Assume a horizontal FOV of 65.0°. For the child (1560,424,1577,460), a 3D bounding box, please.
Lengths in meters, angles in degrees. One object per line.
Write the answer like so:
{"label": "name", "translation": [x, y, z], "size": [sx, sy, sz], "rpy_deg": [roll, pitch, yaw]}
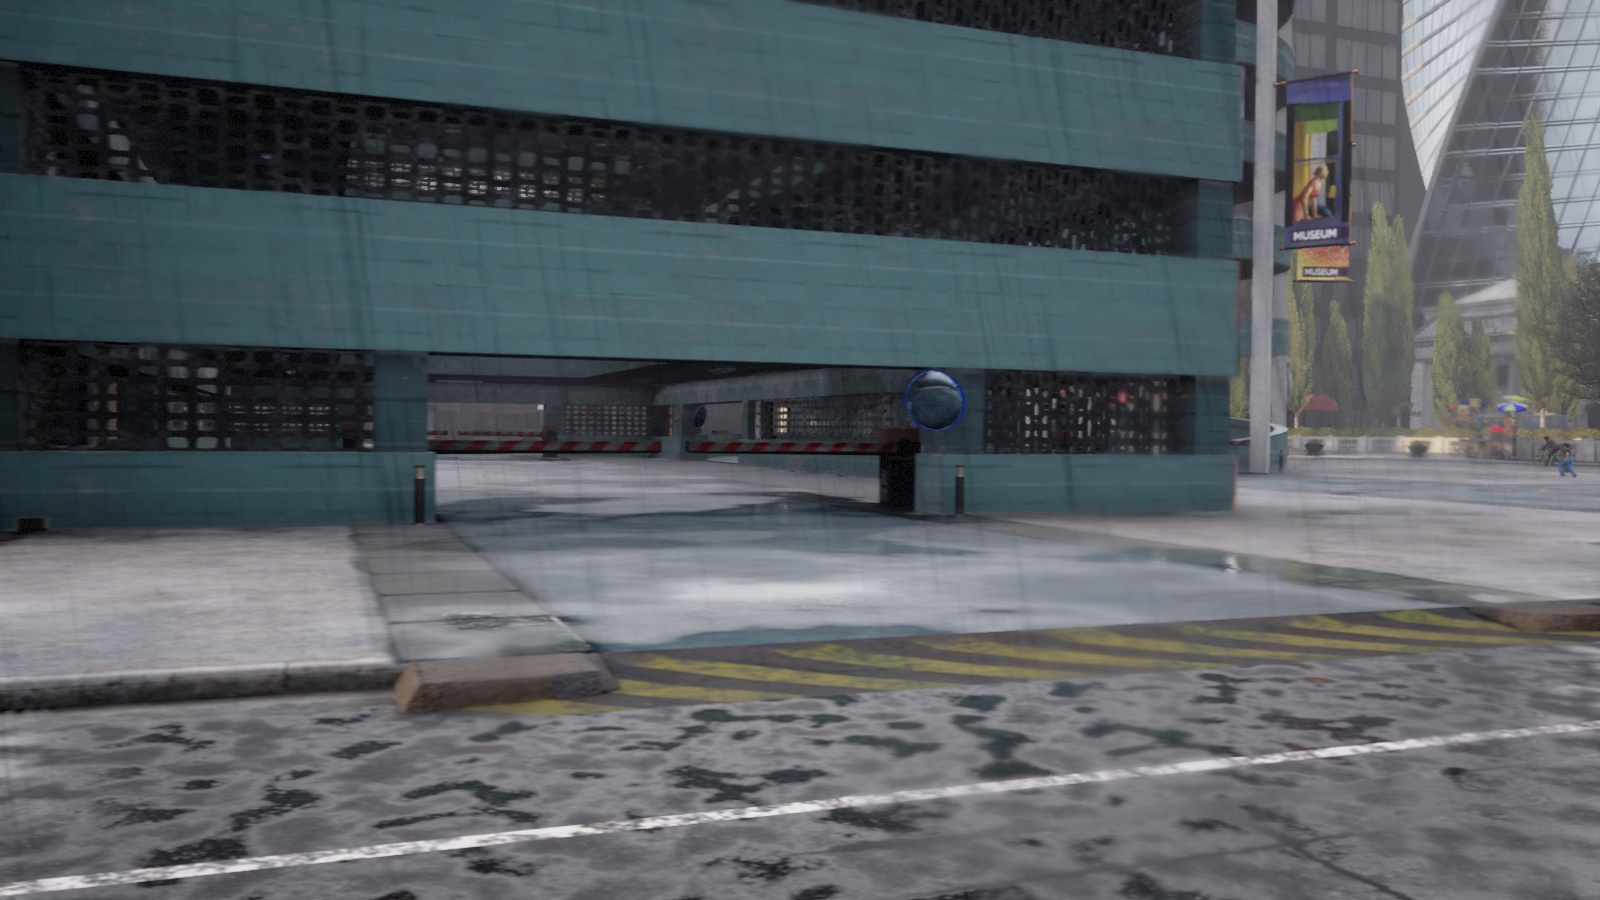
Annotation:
{"label": "child", "translation": [27.074, -0.277, 44.228], "size": [0.270, 1.263, 0.437], "rpy_deg": [-1, 1, -23]}
